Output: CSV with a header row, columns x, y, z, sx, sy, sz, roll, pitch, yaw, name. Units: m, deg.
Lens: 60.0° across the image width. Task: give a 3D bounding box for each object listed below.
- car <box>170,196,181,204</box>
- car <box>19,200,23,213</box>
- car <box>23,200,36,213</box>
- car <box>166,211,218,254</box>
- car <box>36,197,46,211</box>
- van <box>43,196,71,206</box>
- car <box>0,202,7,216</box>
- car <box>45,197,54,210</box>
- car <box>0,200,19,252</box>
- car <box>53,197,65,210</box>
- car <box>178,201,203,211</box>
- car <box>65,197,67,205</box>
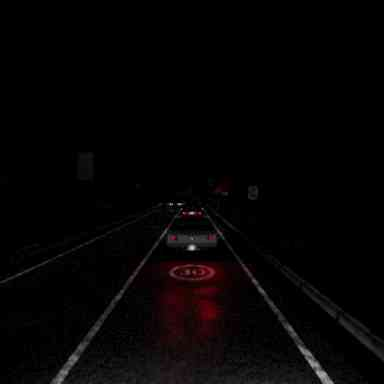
x,y,z,sx,sy,sz,roll,pitch,yaw,name
-3.256,1.544,66.010,1.837,1.490,4.892,0,1,1,car
-22.125,1.631,37.330,4.553,1.767,2.185,0,0,0,car
-22.103,1.776,40.105,5.008,1.535,2.097,0,0,0,car
0.005,1.713,14.084,1.895,1.301,4.718,0,0,0,car
-22.094,1.797,42.880,4.892,1.521,2.231,0,0,0,car
-21.996,1.652,53.981,4.442,1.987,1.878,0,0,0,van
-22.088,1.777,34.553,4.674,1.452,2.002,0,0,0,car
-22.132,1.846,45.654,4.792,1.488,2.163,0,0,0,car
-8.955,1.322,10.461,5.566,2.045,2.435,0,0,0,car
-21.921,1.834,48.429,5.366,1.575,1.946,0,0,0,car
0.007,1.751,28.985,2.033,1.411,5.357,0,0,0,car
-22.139,1.887,51.206,4.792,1.488,2.163,0,0,0,car
